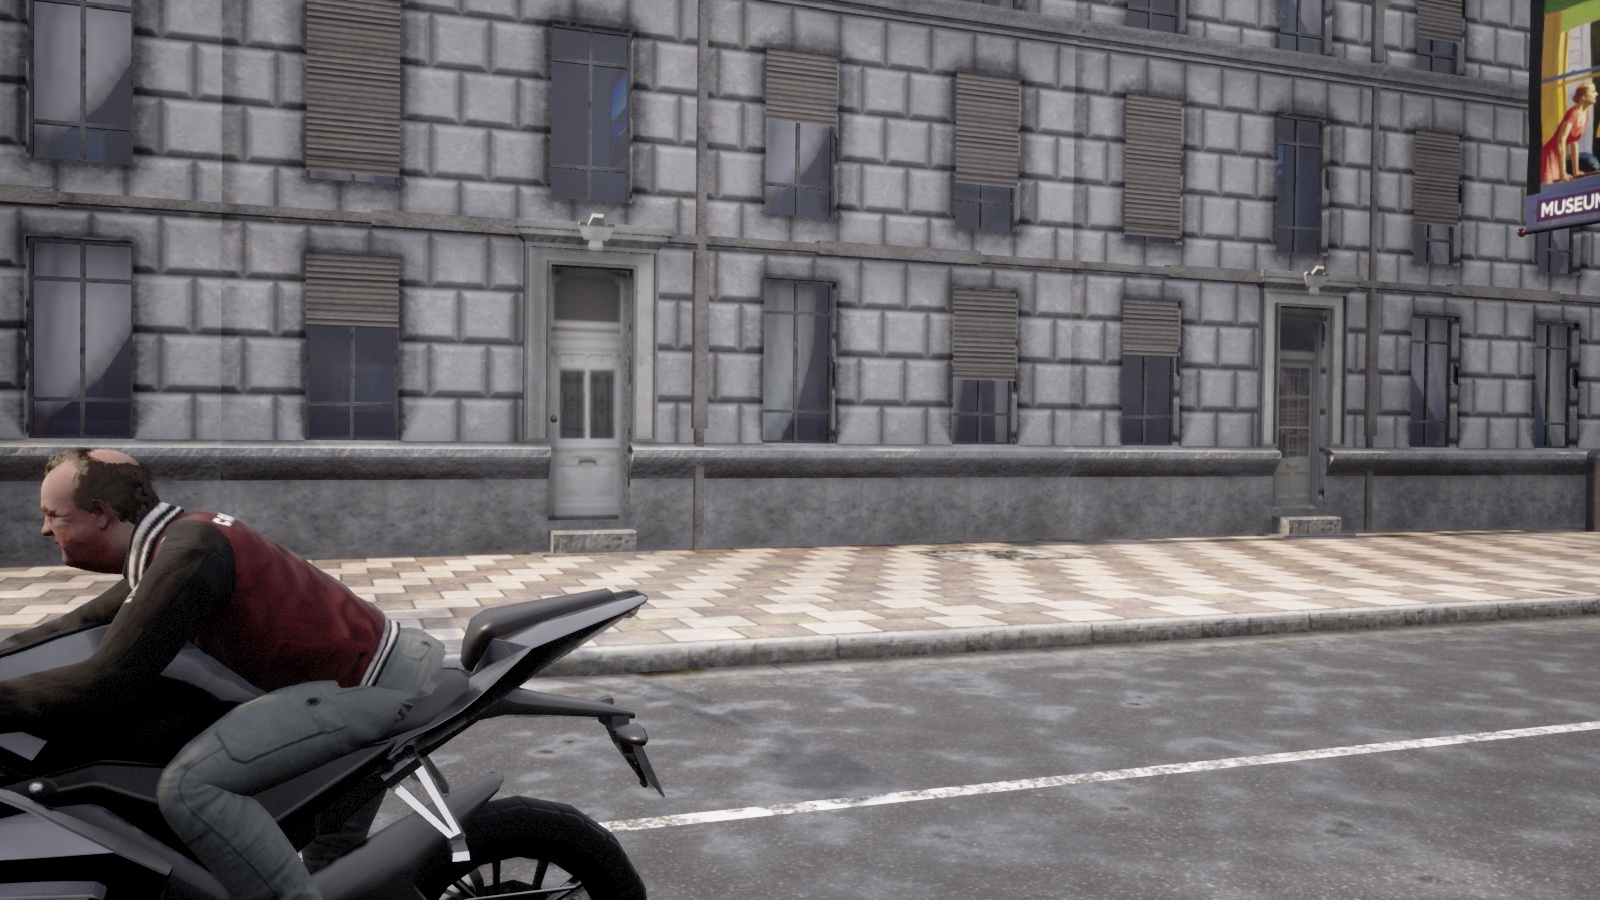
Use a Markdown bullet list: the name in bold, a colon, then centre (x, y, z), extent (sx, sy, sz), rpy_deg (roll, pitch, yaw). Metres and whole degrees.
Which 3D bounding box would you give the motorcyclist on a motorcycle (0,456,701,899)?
- **motorcyclist on a motorcycle**: centre (-1.392, 0.804, 2.711), extent (2.191, 1.530, 0.866), rpy_deg (-1, 1, -21)
